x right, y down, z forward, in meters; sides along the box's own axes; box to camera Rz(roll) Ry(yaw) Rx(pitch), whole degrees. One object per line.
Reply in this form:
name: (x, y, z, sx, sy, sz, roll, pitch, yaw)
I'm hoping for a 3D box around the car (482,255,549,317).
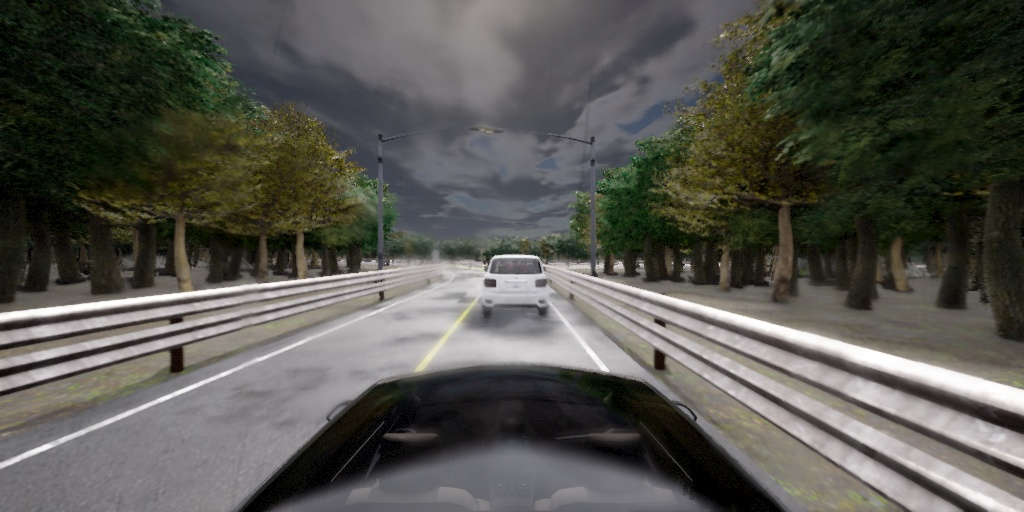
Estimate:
car: (0.121, 0.991, 13.367, 2.150, 2.045, 5.566, 0, 0, 0)
